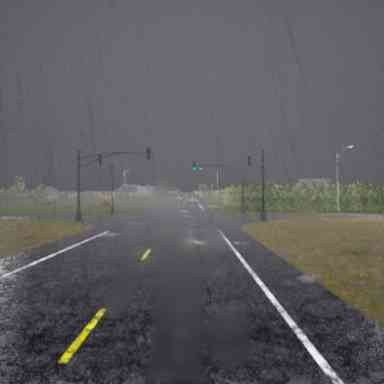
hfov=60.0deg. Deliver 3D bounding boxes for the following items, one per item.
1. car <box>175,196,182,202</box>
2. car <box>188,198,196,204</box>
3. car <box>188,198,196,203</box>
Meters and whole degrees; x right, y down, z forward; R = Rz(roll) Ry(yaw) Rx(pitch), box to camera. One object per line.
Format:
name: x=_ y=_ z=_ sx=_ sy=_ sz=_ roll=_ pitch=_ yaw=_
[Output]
car: x=-3.496 y=1.885 z=88.189 sx=1.837 sy=1.490 sz=4.892 roll=0 pitch=0 yaw=0
car: x=0.003 y=2.293 z=83.960 sx=1.994 sy=1.385 sz=4.181 roll=0 pitch=0 yaw=0
car: x=0.004 y=2.293 z=94.010 sx=1.994 sy=1.385 sz=4.181 roll=0 pitch=0 yaw=0
